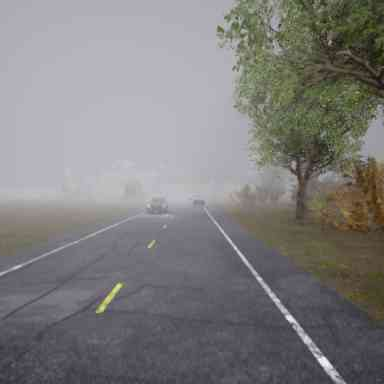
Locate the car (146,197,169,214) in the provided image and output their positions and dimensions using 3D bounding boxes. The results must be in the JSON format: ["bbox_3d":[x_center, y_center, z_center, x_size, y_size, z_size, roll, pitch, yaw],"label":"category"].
[{"bbox_3d":[-3.593,1.357,35.609,2.097,1.767,4.553,0,0,0],"label":"car"}]

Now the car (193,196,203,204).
[{"bbox_3d":[1.045,1.479,61.759,1.837,1.490,4.892,0,0,0],"label":"car"}]

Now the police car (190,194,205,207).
[{"bbox_3d":[1.047,1.415,51.868,1.930,1.638,5.238,0,0,0],"label":"police car"}]

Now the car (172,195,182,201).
[{"bbox_3d":[-3.506,1.407,76.785,1.812,1.442,4.674,0,0,0],"label":"car"}]
